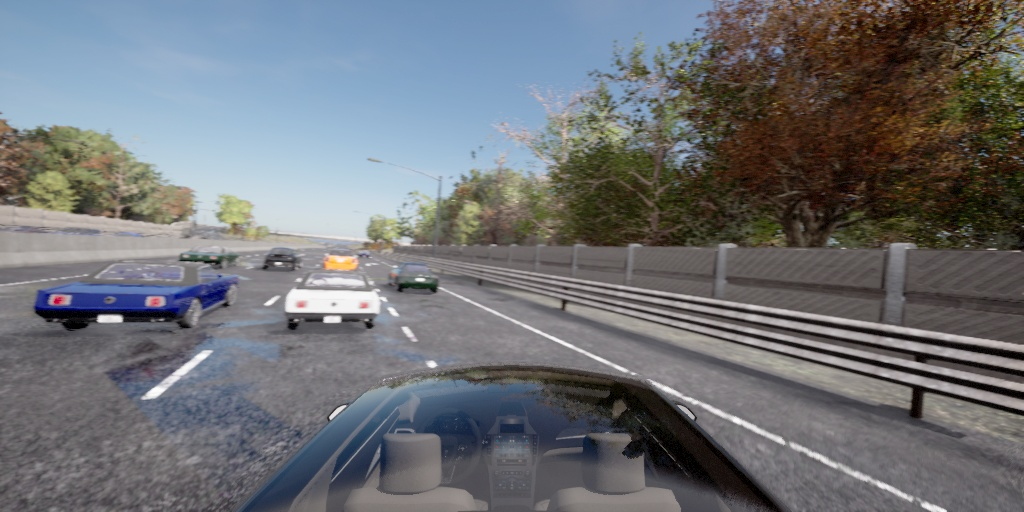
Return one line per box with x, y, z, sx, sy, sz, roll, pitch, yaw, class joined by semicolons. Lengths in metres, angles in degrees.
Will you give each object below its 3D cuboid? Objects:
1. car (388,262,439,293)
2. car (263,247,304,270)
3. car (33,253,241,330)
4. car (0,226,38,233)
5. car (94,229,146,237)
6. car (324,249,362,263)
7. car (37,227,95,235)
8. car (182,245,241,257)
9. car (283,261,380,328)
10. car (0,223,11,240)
-5.099;1.014;18.420;1.994;1.385;4.181;5;0;-25;car
-15.562;0.159;24.543;1.837;1.490;4.892;5;0;-25;car
-7.956;0.755;8.303;1.895;1.301;4.718;5;0;-25;car
-41.824;-1.838;30.806;1.994;1.385;4.181;5;0;-25;car
-34.967;-1.364;32.618;1.882;1.535;5.008;5;0;-25;car
-12.277;0.276;25.775;2.097;1.767;4.553;5;0;-25;car
-38.342;-1.766;31.629;2.097;1.767;4.553;5;0;-25;car
-18.157;0.029;21.839;1.895;1.301;4.718;5;0;-25;car
-4.778;1.019;9.742;1.895;1.301;4.718;5;0;-25;car
-45.217;-2.175;29.859;1.837;1.490;4.892;5;0;-25;car
